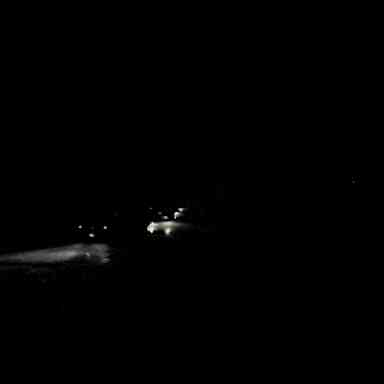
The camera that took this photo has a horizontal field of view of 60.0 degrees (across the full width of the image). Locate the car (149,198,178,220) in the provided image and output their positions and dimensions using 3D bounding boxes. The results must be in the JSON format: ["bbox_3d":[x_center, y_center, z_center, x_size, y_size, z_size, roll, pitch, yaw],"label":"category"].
[{"bbox_3d":[-2.859,1.590,32.498,2.150,2.045,5.566,0,-1,0],"label":"car"}]

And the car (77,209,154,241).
[{"bbox_3d":[-4.140,1.813,18.245,1.895,1.301,4.718,0,-1,19],"label":"car"}]

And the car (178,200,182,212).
[{"bbox_3d":[-2.826,2.075,45.622,1.994,1.385,4.181,0,-1,0],"label":"car"}]
